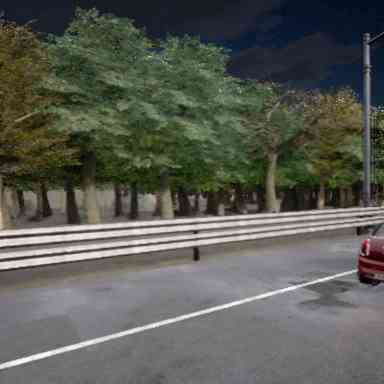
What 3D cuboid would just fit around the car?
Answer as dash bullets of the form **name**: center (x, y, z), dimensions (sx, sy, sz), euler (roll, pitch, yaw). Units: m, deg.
- **car**: center (6.037, 1.304, 8.056), dimensions (4.553, 1.767, 2.097), euler (0, 0, -35)
